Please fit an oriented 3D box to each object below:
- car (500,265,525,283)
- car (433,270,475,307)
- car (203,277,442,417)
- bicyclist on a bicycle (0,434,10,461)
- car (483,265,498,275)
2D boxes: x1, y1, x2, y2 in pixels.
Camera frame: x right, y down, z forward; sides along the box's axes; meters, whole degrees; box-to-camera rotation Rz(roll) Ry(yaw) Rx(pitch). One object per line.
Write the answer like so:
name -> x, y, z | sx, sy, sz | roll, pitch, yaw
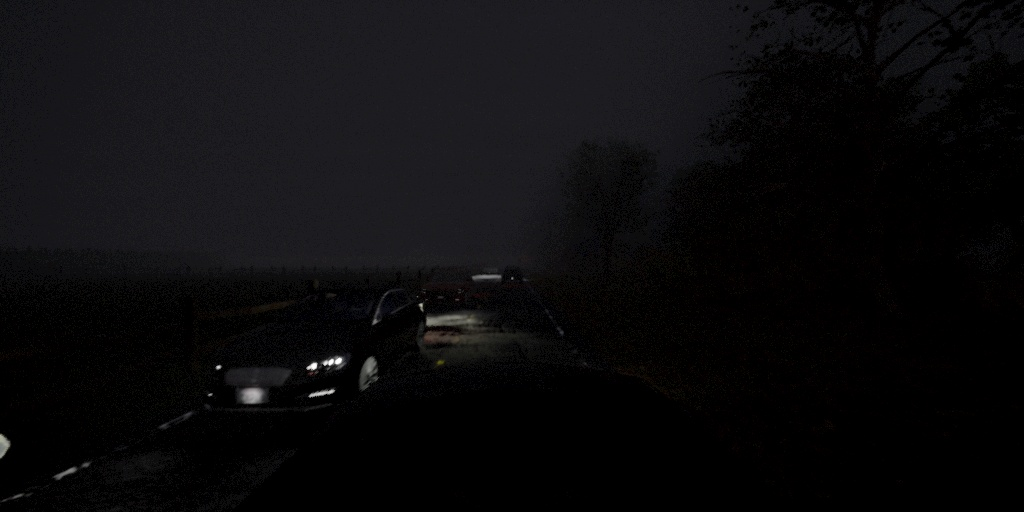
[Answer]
car -> 0.041, 1.607, 32.012 | 1.837, 1.490, 4.892 | 0, 0, 0
car -> -2.865, 1.411, 16.873 | 1.882, 1.535, 5.008 | 0, -1, 0
car -> -2.854, 1.300, 6.390 | 2.128, 1.511, 4.902 | 0, -1, 0
bicyclist on a bicycle -> -3.014, 1.204, 1.669 | 1.656, 1.620, 0.582 | -1, -1, 0
car -> -2.936, 1.885, 48.791 | 1.895, 1.301, 4.718 | 0, -1, 0
